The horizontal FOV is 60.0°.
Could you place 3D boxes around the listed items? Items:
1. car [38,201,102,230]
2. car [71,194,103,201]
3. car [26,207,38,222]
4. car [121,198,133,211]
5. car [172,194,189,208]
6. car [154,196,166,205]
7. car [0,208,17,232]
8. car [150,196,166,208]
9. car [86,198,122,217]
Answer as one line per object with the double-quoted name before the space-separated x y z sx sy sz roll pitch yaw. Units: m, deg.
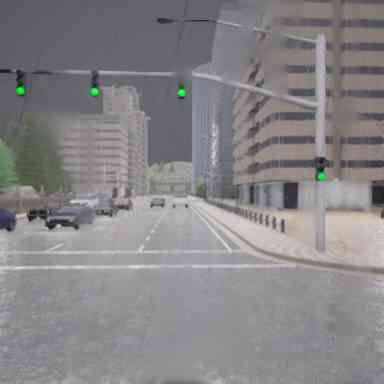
"car" -7.713 1.552 21.658 2.033 1.411 5.357 0 0 -2
"car" -11.805 1.231 36.654 2.150 2.045 5.566 0 0 -1
"car" -11.418 1.605 26.701 1.895 1.301 4.718 0 0 -2
"car" -8.480 1.494 41.309 1.882 1.535 5.008 0 0 -2
"car" -1.697 1.251 48.637 2.150 2.045 5.566 0 0 -2
"car" -5.612 1.509 58.826 1.882 1.535 5.008 0 0 -2
"car" -11.035 1.524 17.608 1.812 1.442 4.674 0 0 -1
"car" -5.150 1.590 49.882 1.994 1.385 4.181 0 0 -2
"car" -8.080 1.574 30.858 1.994 1.385 4.181 0 0 -2
